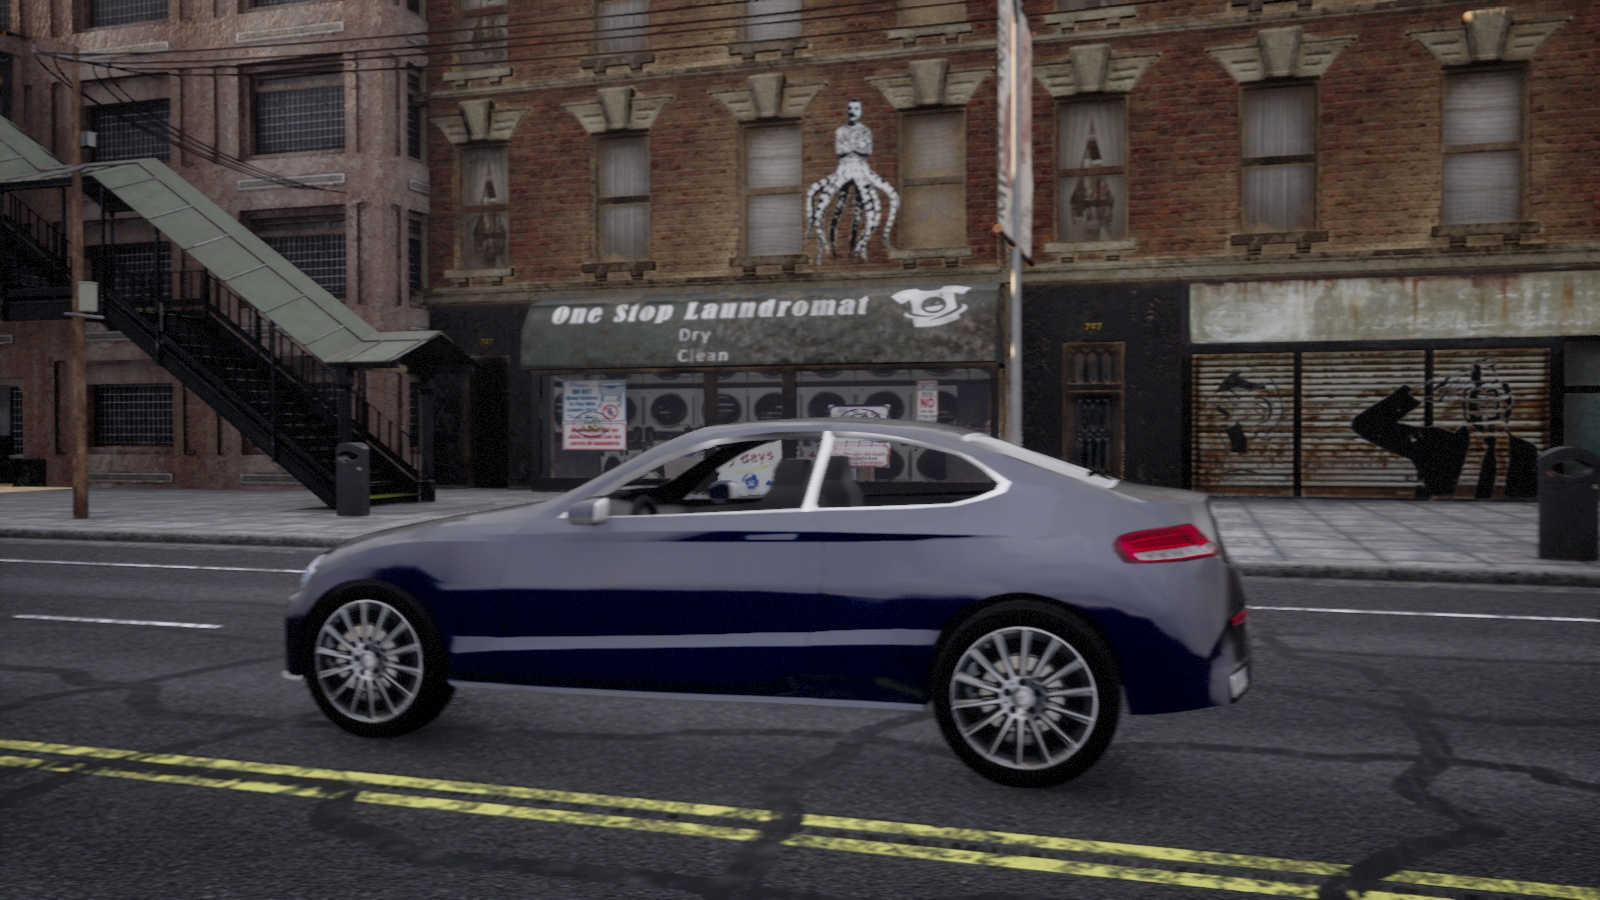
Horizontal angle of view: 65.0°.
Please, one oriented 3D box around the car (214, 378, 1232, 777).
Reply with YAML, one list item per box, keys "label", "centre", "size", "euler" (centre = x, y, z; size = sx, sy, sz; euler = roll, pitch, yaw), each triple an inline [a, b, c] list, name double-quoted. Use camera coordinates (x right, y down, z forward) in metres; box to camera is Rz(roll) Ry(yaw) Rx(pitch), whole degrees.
- label: "car"
  centre: [-0.348, 0.488, 6.907]
  size: [5.027, 1.651, 2.152]
  euler: [1, 1, 16]
